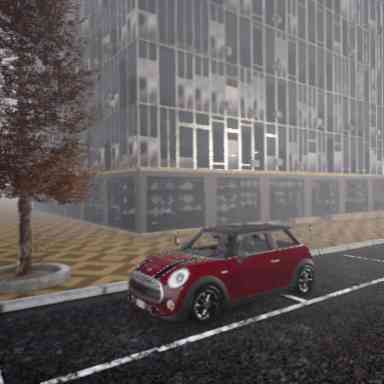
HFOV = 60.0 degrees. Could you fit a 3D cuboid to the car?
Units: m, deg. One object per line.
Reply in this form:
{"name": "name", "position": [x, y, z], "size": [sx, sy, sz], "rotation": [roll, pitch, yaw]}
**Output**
{"name": "car", "position": [0.716, 1.449, 7.045], "size": [4.097, 1.590, 1.967], "rotation": [0, -1, -35]}
